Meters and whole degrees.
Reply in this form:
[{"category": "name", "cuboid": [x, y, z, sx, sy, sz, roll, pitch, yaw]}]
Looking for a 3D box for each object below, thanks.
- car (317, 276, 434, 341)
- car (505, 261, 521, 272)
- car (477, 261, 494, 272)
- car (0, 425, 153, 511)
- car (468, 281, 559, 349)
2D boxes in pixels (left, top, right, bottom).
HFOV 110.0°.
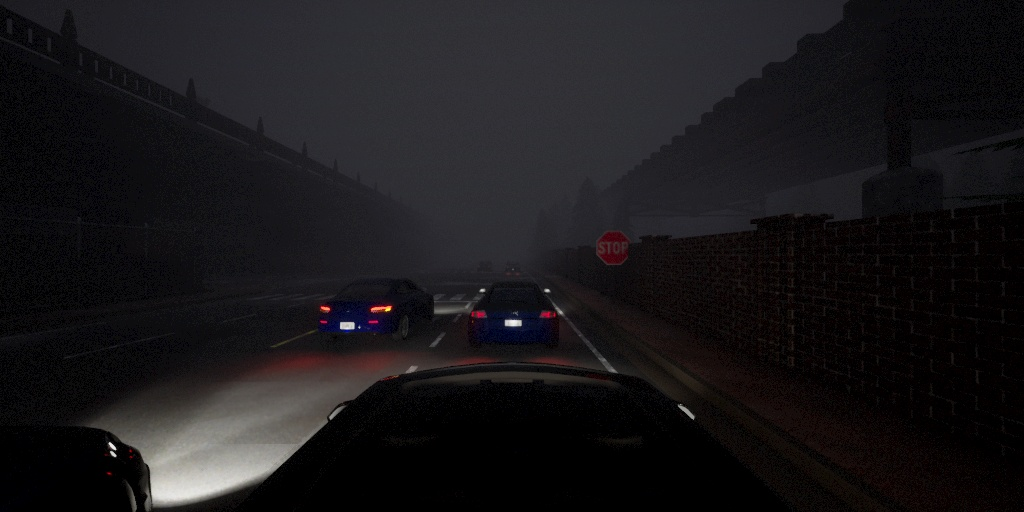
[{"category": "car", "cuboid": [-3.413, 1.276, 9.719, 1.812, 1.442, 4.674, 0, 0, 0]}, {"category": "car", "cuboid": [0.094, 1.351, 46.016, 1.895, 1.301, 4.718, 0, 0, -1]}, {"category": "car", "cuboid": [-3.401, 1.297, 45.854, 2.033, 1.411, 5.357, 0, 0, -1]}, {"category": "car", "cuboid": [-3.398, 1.314, 0.623, 1.994, 1.385, 4.181, 0, 0, 0]}, {"category": "car", "cuboid": [0.069, 1.314, 9.197, 1.994, 1.385, 4.181, 0, 0, 1]}]
